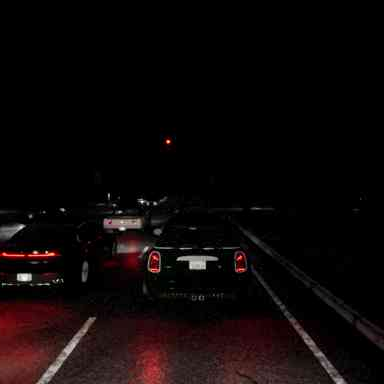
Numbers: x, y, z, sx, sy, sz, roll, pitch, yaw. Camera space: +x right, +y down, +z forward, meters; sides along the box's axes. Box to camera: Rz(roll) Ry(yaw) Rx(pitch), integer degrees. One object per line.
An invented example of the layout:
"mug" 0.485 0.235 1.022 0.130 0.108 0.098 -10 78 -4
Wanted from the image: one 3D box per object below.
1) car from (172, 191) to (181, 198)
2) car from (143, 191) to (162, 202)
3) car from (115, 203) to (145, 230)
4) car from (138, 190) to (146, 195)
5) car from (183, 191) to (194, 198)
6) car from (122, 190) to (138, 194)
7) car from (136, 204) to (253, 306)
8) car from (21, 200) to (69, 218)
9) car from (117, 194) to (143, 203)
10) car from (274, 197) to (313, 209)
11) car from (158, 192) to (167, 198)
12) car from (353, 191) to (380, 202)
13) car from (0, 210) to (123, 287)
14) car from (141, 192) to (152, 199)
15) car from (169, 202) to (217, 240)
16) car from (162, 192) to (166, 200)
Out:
"car" -4.046 0.693 85.626 1.837 1.490 4.892 0 1 -4
"car" -7.121 1.065 60.372 2.033 1.411 5.357 0 1 0
"car" -3.412 1.487 18.496 1.895 1.301 4.718 0 0 0
"car" -10.571 0.654 68.462 2.150 2.045 5.566 0 1 0
"car" -0.571 0.709 86.123 1.812 1.442 4.674 0 1 -4
"car" -10.627 0.929 53.912 2.097 1.767 4.553 0 0 0
"car" 0.098 1.323 8.118 2.097 1.767 4.553 0 0 0
"car" -10.615 1.326 24.324 2.128 1.511 4.902 0 1 0
"car" -7.124 1.271 37.120 2.033 1.411 5.357 0 1 0
"car" 12.176 1.307 39.178 4.718 1.301 1.895 0 1 -3
"car" -7.651 0.703 87.338 2.033 1.411 5.357 0 1 -3
"car" 21.927 0.923 39.732 5.566 2.045 2.150 0 1 -3
"car" -3.403 1.468 9.175 1.837 1.490 4.892 0 0 0
"car" -10.804 0.808 80.019 2.128 1.511 4.902 0 1 -2
"car" 0.083 1.388 17.315 2.128 1.511 4.902 0 0 1
"car" -7.123 0.922 72.666 2.033 1.411 5.357 0 1 -1
